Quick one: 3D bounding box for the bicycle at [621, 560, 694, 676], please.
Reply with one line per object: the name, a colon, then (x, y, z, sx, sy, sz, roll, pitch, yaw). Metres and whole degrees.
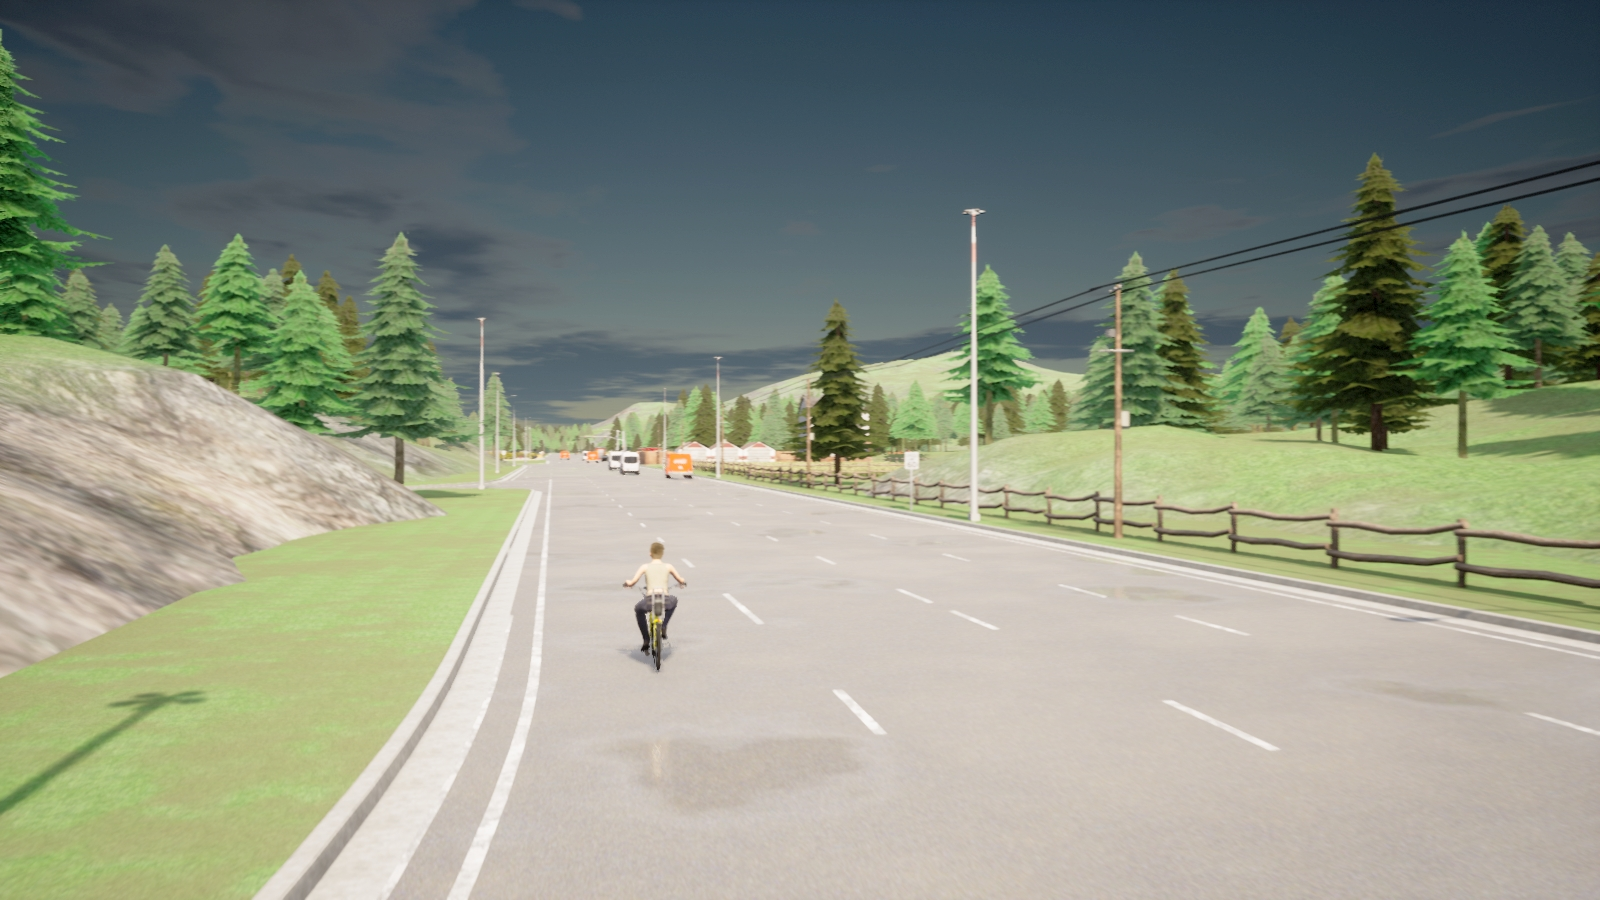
bicycle: (-1.885, 2.159, 14.977, 0.859, 1.276, 1.487, 0, 0, -11)
